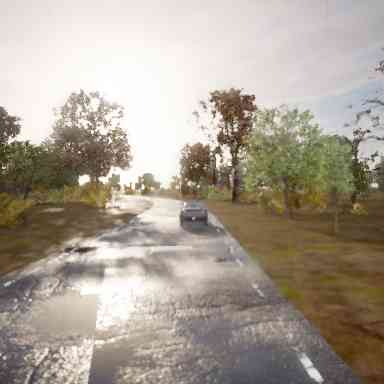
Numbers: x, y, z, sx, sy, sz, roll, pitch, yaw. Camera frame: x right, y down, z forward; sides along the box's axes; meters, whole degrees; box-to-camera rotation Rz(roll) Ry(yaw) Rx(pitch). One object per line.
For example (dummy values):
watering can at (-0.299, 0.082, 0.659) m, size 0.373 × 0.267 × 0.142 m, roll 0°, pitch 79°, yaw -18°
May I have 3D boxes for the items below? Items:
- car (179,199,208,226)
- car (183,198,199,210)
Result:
car at (0.110, 1.445, 23.222) m, size 2.128 × 1.511 × 4.902 m, roll 0°, pitch 0°, yaw 0°
car at (-0.178, 1.510, 41.679) m, size 1.895 × 1.301 × 4.718 m, roll 0°, pitch 0°, yaw -2°
